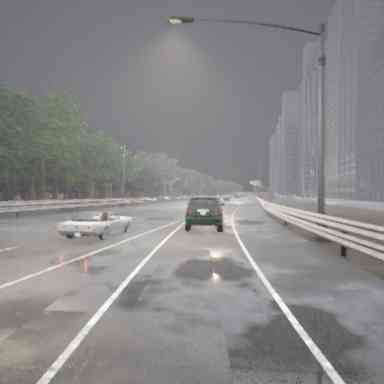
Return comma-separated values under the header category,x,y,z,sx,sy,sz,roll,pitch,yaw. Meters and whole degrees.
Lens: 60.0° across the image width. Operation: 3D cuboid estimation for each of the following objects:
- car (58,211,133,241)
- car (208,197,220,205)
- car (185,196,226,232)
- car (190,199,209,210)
category,x,y,z,sx,sy,sz,roll,pitch,yaw
car,-4.595,1.595,16.699,1.895,1.301,4.718,1,0,10
car,4.404,1.766,65.525,1.812,1.442,4.674,1,0,10
car,0.873,1.275,20.959,2.150,2.045,5.566,0,0,6
car,1.144,1.713,47.799,1.994,1.385,4.181,1,0,10
